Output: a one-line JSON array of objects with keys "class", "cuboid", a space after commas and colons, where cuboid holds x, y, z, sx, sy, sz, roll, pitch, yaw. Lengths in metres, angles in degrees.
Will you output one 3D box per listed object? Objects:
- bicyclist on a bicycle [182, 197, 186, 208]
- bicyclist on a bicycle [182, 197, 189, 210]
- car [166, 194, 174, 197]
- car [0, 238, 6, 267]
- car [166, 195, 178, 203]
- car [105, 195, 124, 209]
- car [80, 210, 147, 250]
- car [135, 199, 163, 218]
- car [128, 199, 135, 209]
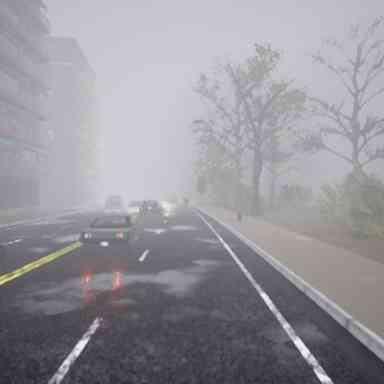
[{"class": "bicyclist on a bicycle", "cuboid": [-1.269, 1.701, 54.275, 0.582, 1.620, 1.656, 0, -1, -5]}, {"class": "bicyclist on a bicycle", "cuboid": [-0.659, 1.583, 45.852, 0.659, 1.776, 1.843, 0, 0, -4]}, {"class": "car", "cuboid": [-5.902, 1.546, 90.141, 2.150, 2.045, 5.566, 0, 0, -8]}, {"class": "car", "cuboid": [-6.681, 1.609, 8.497, 1.994, 1.385, 4.181, 0, 0, -1]}, {"class": "car", "cuboid": [-4.297, 1.898, 76.714, 1.994, 1.385, 4.181, 0, 0, -7]}, {"class": "car", "cuboid": [-11.735, 1.465, 50.604, 2.150, 2.045, 5.566, 0, 0, -4]}, {"class": "car", "cuboid": [-3.334, 1.674, 14.743, 1.895, 1.301, 4.718, 0, 0, -1]}, {"class": "car", "cuboid": [-3.955, 1.507, 32.331, 2.097, 1.767, 4.553, 0, 0, -3]}, {"class": "car", "cuboid": [-8.453, 1.802, 50.174, 1.994, 1.385, 4.181, 0, 0, -4]}]
